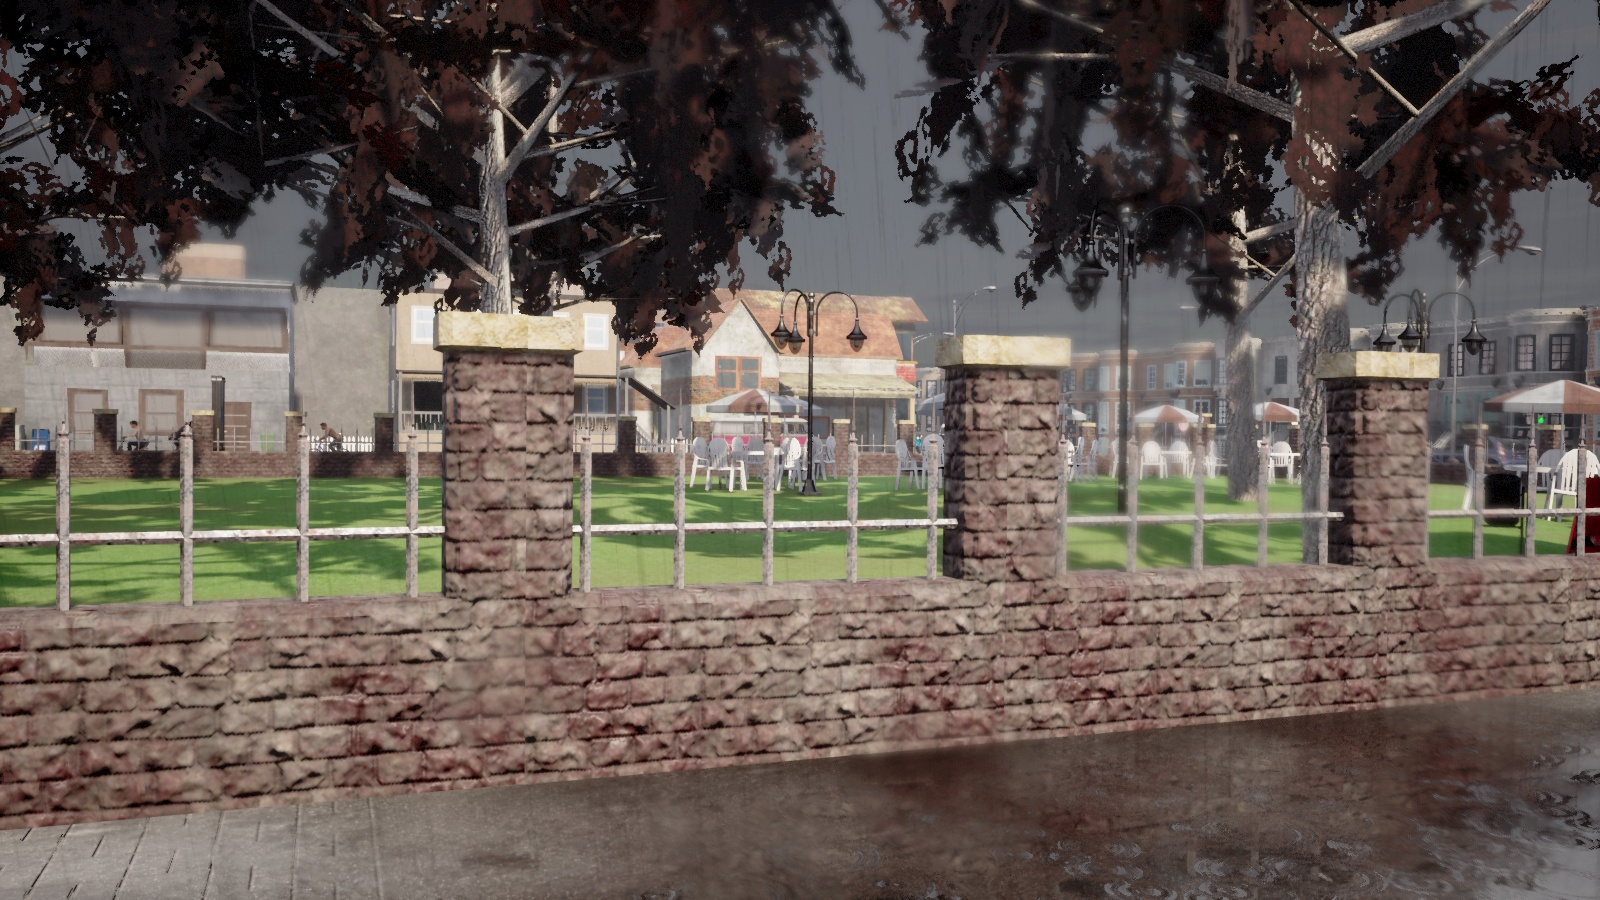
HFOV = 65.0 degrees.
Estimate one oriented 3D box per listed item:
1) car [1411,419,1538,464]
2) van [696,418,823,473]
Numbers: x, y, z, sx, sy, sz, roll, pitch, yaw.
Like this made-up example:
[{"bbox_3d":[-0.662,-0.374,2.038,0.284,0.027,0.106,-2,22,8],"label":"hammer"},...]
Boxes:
[{"bbox_3d":[25.363,-0.348,47.343,1.851,1.617,3.988,-1,1,-21],"label":"car"},{"bbox_3d":[-1.533,-0.202,47.304,4.442,1.987,1.775,-1,1,-21],"label":"van"}]
